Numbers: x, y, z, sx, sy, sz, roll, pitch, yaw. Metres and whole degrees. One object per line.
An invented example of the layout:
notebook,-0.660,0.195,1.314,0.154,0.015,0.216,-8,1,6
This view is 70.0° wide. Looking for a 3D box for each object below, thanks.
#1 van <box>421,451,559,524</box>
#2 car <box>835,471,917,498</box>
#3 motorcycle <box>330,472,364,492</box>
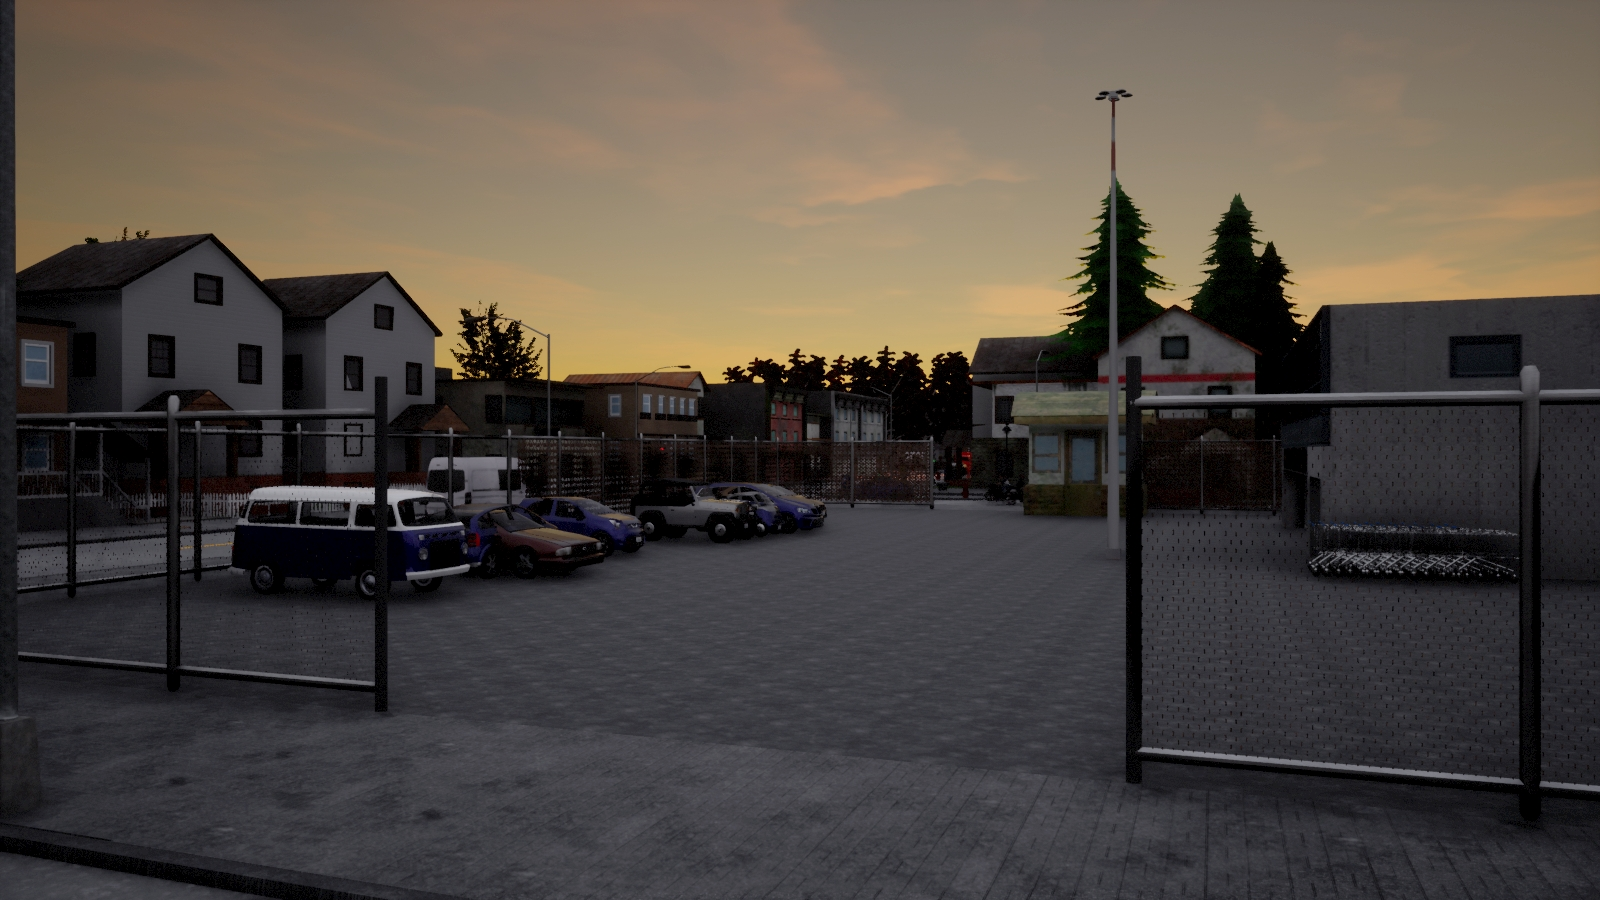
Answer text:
van,-11.617,1.319,43.359,1.988,2.561,5.915,0,0,20
car,4.240,1.901,63.545,4.181,1.385,1.994,0,0,20
motorcycle,-28.108,1.970,70.872,1.805,1.236,0.856,0,0,18
